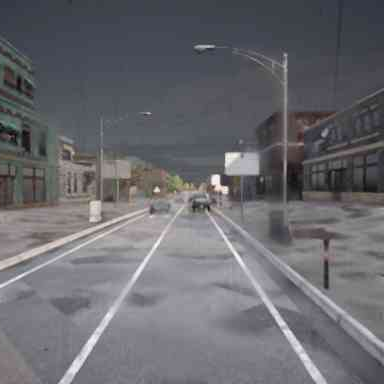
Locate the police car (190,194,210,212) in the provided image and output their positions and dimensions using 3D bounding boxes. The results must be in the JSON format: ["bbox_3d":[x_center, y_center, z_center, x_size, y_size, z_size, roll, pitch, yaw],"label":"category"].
[{"bbox_3d":[1.016,1.331,37.191,1.930,1.638,5.238,0,-1,0],"label":"police car"}]

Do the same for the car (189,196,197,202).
[{"bbox_3d":[0.272,1.710,85.675,2.033,1.411,5.357,0,0,0],"label":"car"}]

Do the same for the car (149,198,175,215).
[{"bbox_3d":[-2.993,1.371,32.241,1.837,1.490,4.892,0,0,0],"label":"car"}]

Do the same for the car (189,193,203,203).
[{"bbox_3d":[1.048,1.233,47.112,2.150,2.045,5.566,0,-1,0],"label":"car"}]

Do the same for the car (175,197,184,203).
[{"bbox_3d":[-2.768,1.790,73.529,1.994,1.385,4.181,0,0,0],"label":"car"}]
